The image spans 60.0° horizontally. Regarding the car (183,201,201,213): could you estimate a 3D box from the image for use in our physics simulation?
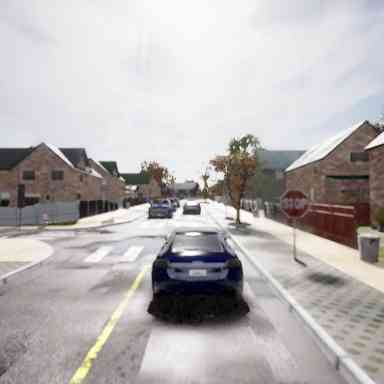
[{"bbox_3d":[-0.013,1.663,37.583,1.994,1.385,4.181,0,0,1],"label":"car"}]

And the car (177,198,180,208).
[{"bbox_3d":[-2.852,1.620,41.230,1.837,1.490,4.892,0,0,0],"label":"car"}]

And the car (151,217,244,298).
[{"bbox_3d":[0.101,1.577,8.597,1.994,1.385,4.181,0,0,0],"label":"car"}]

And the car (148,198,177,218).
[{"bbox_3d":[-2.855,1.428,31.125,2.097,1.767,4.553,0,0,0],"label":"car"}]

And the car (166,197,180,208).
[{"bbox_3d":[-2.851,1.644,51.527,1.882,1.535,5.008,0,0,0],"label":"car"}]

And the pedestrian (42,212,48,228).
[{"bbox_3d":[-9.916,1.852,22.463,0.500,1.100,0.500,0,-2,5],"label":"pedestrian"}]
